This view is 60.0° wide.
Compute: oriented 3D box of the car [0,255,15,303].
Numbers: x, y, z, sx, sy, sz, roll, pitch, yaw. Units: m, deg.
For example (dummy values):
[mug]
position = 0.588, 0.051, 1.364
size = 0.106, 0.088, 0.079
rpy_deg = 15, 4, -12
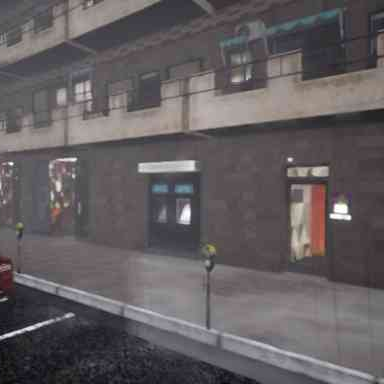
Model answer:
[car]
position = -5.338, 1.482, 6.675
size = 4.507, 1.381, 1.887
rpy_deg = 1, 1, 35
